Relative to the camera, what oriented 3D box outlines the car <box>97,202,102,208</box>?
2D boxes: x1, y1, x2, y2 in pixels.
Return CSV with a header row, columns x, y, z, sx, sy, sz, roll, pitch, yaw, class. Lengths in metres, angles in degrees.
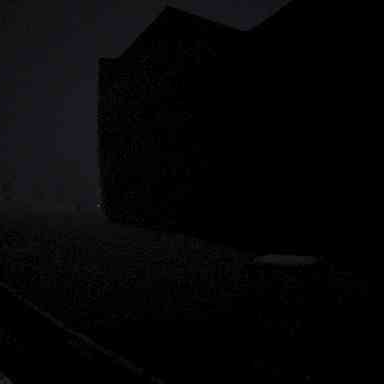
x,y,z,sx,sy,sz,roll,pitch,yaw,class
-21.555,3.213,81.328,1.837,1.490,4.892,-4,-2,5,car
